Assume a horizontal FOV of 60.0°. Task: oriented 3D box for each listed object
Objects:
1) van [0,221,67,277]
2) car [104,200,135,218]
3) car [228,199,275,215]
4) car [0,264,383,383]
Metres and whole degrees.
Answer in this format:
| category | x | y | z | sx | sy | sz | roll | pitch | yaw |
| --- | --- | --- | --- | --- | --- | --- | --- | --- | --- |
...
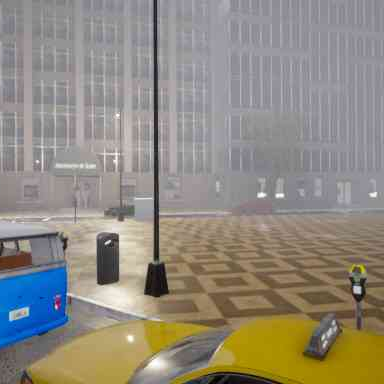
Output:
| category | x | y | z | sx | sy | sz | roll | pitch | yaw |
| --- | --- | --- | --- | --- | --- | --- | --- | --- | --- |
| van | -3.745 | 1.343 | 5.387 | 3.998 | 1.788 | 1.690 | 0 | 0 | 35 |
| car | -5.186 | 1.396 | 27.514 | 4.181 | 1.385 | 1.994 | 0 | 0 | -14 |
| car | 5.383 | 1.312 | 30.150 | 4.181 | 1.385 | 1.994 | -1 | 0 | -14 |
| car | 0.627 | 1.526 | 2.279 | 4.829 | 1.417 | 1.752 | 0 | 0 | 35 |
